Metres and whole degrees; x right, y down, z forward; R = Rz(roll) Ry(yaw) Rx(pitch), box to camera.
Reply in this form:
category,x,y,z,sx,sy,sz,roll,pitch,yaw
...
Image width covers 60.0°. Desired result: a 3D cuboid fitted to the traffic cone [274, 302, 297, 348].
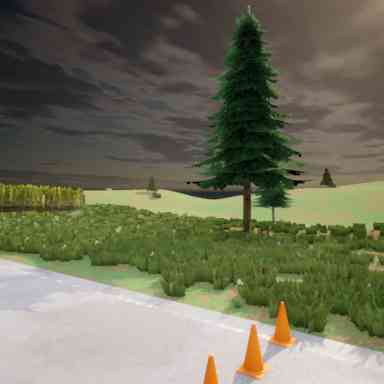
category,x,y,z,sx,sy,sz,roll,pitch,yaw
traffic cone,1.364,1.955,5.017,0.340,0.580,0.340,0,0,36

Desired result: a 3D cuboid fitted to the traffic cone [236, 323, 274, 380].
category,x,y,z,sx,sy,sz,roll,pitch,yaw
traffic cone,0.780,1.955,4.205,0.340,0.580,0.340,0,0,36

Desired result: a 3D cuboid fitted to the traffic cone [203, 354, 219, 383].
category,x,y,z,sx,sy,sz,roll,pitch,yaw
traffic cone,0.195,1.955,3.394,0.340,0.580,0.340,0,0,36
